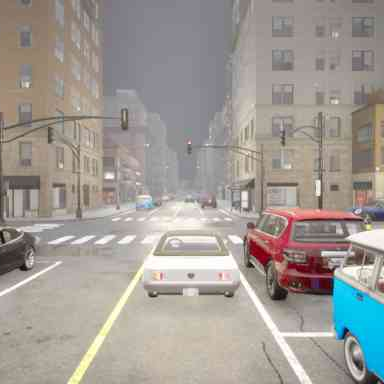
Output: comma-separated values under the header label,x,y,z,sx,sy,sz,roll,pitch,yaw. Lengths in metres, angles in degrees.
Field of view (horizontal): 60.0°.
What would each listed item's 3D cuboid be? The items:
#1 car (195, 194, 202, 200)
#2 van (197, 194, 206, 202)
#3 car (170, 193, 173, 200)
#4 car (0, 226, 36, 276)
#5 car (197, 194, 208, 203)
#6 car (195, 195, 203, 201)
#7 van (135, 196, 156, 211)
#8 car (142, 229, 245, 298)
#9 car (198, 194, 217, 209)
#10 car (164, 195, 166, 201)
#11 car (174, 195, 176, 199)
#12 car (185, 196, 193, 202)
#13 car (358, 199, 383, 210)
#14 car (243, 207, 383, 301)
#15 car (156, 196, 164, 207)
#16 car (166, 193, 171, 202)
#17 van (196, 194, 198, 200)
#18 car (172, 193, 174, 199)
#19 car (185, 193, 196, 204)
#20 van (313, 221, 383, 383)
label,x,y,z,sx,sy,sz,roll,pitch,yaw
car,1.804,1.425,94.299,1.967,1.590,4.097,0,0,-1
van,2.023,1.331,72.676,1.690,1.788,3.998,0,0,-1
car,-6.104,1.539,78.006,2.008,1.369,4.403,0,0,-1
car,-5.452,1.566,8.201,1.947,1.339,4.313,0,0,-1
car,2.078,1.306,67.270,2.192,1.841,5.009,0,0,-1
car,1.858,1.511,89.063,1.752,1.417,4.829,0,0,-1
van,-5.766,1.337,40.163,1.690,1.788,3.998,0,0,-1
car,-0.018,1.601,8.494,1.895,1.301,4.718,0,0,0
car,2.297,1.310,45.645,2.192,1.841,5.009,0,0,-1
car,-5.911,1.538,56.382,1.887,1.381,4.507,0,0,-1
car,-6.200,1.301,88.818,2.192,1.841,5.009,0,0,-1
car,-0.682,1.584,75.445,1.895,1.301,4.718,0,0,-1
car,13.089,1.286,23.244,4.553,1.767,2.097,0,0,-1
car,2.573,1.315,8.275,2.192,1.841,5.009,0,0,-1
car,-5.862,1.560,50.976,1.947,1.339,4.313,0,0,-1
car,-6.054,1.515,72.431,1.752,1.417,4.829,0,0,-1
van,2.133,1.333,61.863,1.690,1.788,3.998,0,0,-1
car,-6.152,1.553,83.412,1.947,1.339,4.313,0,0,-1
car,-0.481,1.483,65.081,2.128,1.511,4.902,0,0,-1
van,2.623,1.341,2.764,1.690,1.788,3.998,0,0,-1
